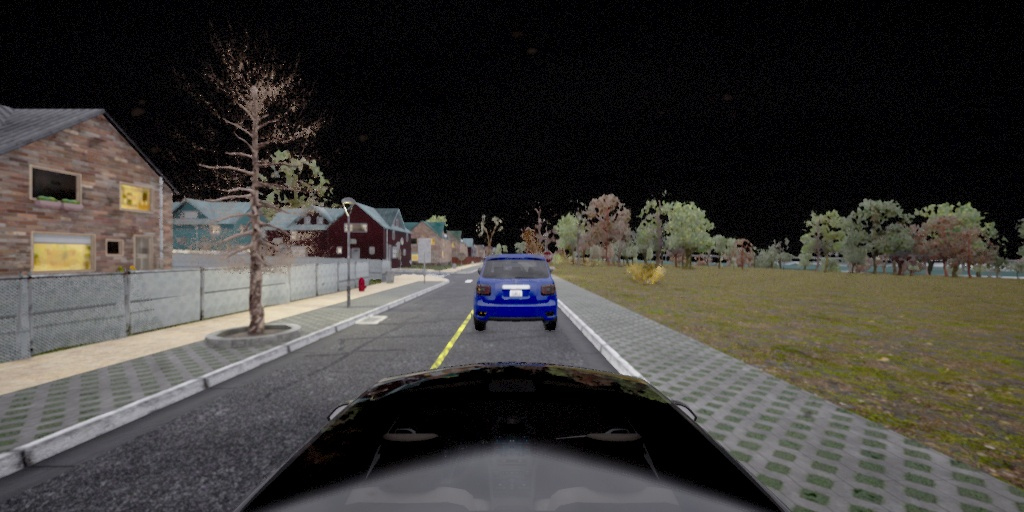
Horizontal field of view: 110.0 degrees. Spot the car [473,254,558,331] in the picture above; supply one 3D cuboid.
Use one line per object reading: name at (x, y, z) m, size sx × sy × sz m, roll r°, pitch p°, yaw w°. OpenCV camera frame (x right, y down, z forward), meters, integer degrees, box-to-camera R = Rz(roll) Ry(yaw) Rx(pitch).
car at (0.083, 0.963, 11.050) m, size 2.150 × 2.045 × 5.566 m, roll 0°, pitch 0°, yaw 0°
